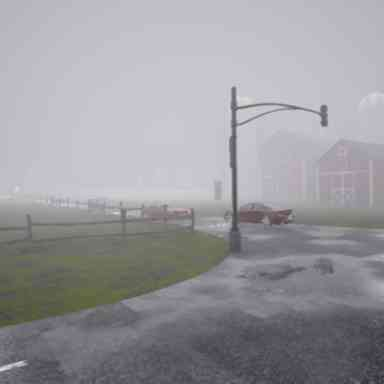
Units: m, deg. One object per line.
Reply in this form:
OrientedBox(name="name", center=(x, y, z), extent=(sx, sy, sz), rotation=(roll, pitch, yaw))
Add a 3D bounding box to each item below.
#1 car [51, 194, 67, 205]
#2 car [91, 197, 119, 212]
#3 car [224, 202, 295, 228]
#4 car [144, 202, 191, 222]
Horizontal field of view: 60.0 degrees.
OrientedBox(name="car", center=(-20.744, 1.137, 52.203), extent=(1.882, 1.535, 5.008), rotation=(-1, 0, -35))
OrientedBox(name="car", center=(-9.561, 1.277, 36.196), extent=(2.128, 1.511, 4.902), rotation=(-1, 1, -35))
OrientedBox(name="car", center=(4.235, 1.366, 21.620), extent=(1.882, 1.535, 5.008), rotation=(-2, 2, -39))
OrientedBox(name="car", center=(-2.008, 1.467, 25.472), extent=(1.895, 1.301, 4.718), rotation=(-1, 1, -35))
